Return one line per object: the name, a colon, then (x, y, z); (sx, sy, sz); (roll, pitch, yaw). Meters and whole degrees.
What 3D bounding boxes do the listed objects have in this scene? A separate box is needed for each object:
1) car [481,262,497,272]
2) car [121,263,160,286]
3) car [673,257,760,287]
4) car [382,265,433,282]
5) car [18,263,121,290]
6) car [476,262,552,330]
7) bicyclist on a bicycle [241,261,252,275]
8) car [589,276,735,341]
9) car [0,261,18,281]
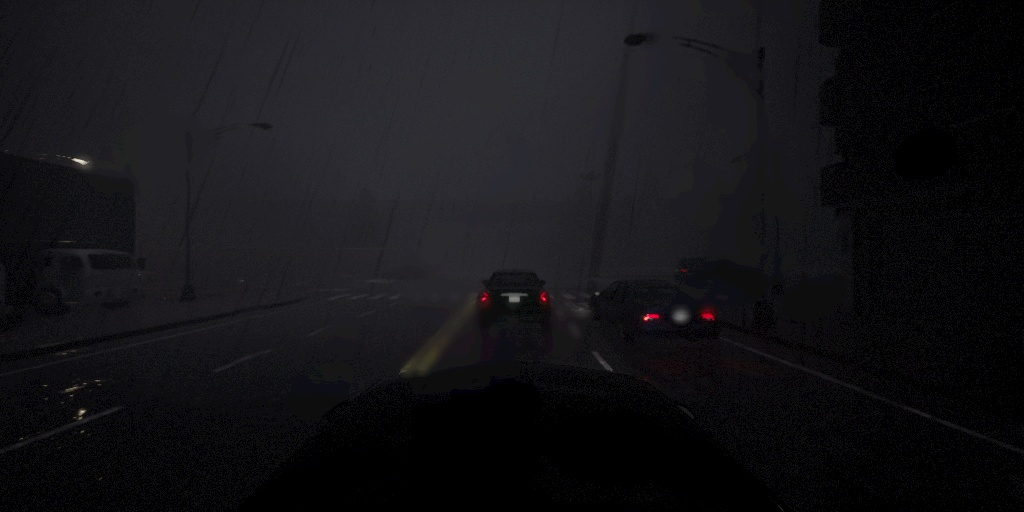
car: (-3.571, 1.727, 56.947); (2.128, 1.511, 4.902); (0, 0, 0)
car: (-31.117, 1.459, 28.739); (4.674, 1.442, 1.812); (0, -1, 0)
car: (14.603, 1.123, 25.705); (5.566, 2.045, 2.150); (0, -1, 5)
car: (-9.234, 1.533, 31.702); (4.674, 1.442, 1.812); (0, -1, 20)
car: (-31.009, 1.428, 25.226); (4.674, 1.442, 1.812); (0, -1, 0)
car: (0.062, 1.190, 11.687); (2.097, 1.767, 4.553); (0, 0, 0)
bicyclist on a bicycle: (-29.424, 1.330, 39.725); (0.582, 1.620, 1.656); (0, 0, 0)
car: (3.580, 1.371, 10.081); (2.033, 1.411, 5.357); (0, -1, 0)
car: (-53.557, 1.487, 35.796); (4.902, 1.511, 2.128); (0, -1, 0)
